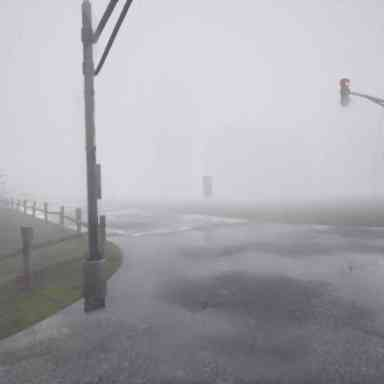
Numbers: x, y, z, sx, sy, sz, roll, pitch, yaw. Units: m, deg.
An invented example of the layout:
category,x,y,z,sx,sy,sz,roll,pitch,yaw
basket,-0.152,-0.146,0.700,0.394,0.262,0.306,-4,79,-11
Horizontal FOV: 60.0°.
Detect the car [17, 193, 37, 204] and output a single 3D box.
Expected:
category,x,y,z,sx,sy,sz,roll,pitch,yaw
car,-24.698,0.875,49.665,2.097,1.767,4.553,-2,2,-35
